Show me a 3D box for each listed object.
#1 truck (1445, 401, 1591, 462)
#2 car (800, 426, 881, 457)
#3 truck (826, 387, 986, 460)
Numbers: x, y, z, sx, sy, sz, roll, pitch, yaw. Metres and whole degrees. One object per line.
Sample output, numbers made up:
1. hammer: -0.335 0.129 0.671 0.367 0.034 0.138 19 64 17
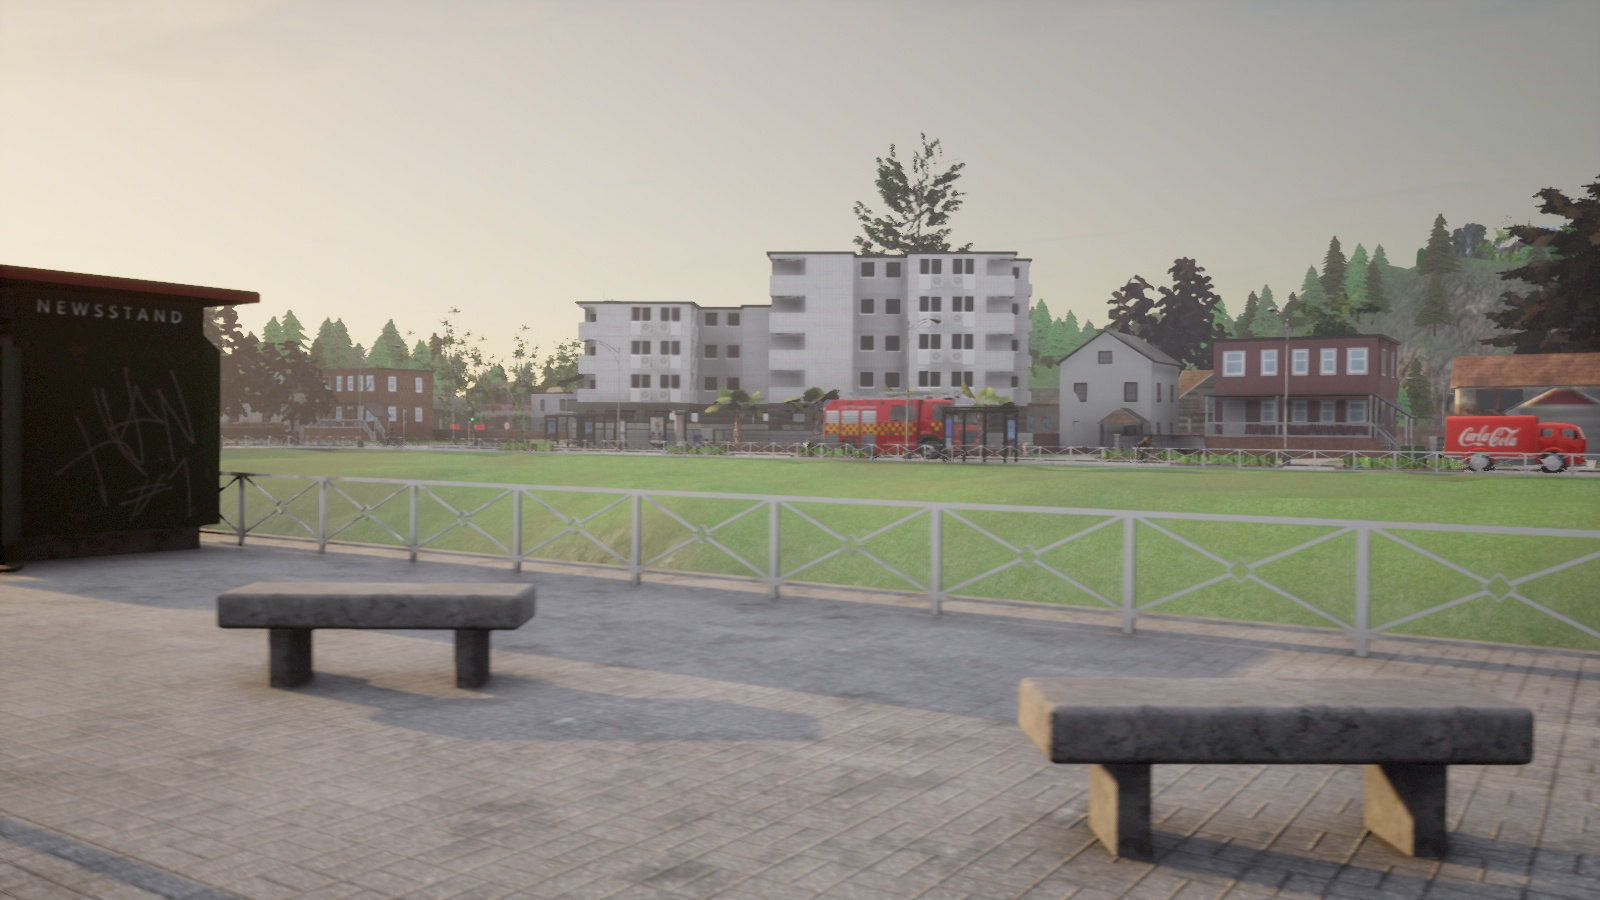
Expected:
1. truck: 30.421 -0.758 53.266 5.204 2.467 2.627 0 1 34
2. car: 2.439 -0.519 76.674 4.605 1.855 1.932 0 1 34
3. truck: 5.826 -1.435 69.600 8.468 3.827 2.891 0 1 34
